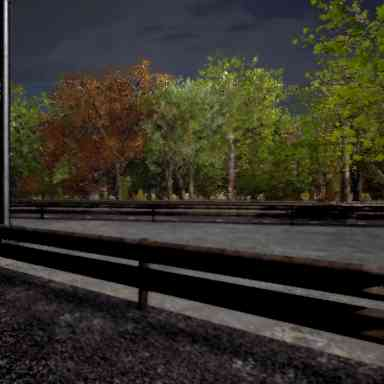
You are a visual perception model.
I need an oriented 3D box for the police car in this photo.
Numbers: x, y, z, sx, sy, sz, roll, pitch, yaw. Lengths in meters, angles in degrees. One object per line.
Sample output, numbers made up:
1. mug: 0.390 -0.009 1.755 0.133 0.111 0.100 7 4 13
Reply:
1. police car: 10.363 1.506 27.074 5.238 1.638 1.930 0 0 14
